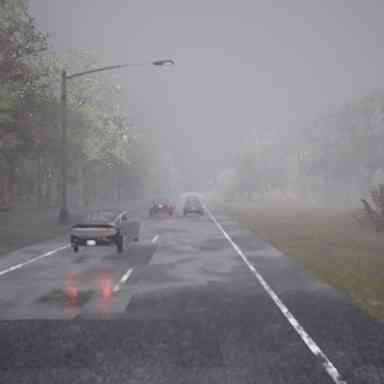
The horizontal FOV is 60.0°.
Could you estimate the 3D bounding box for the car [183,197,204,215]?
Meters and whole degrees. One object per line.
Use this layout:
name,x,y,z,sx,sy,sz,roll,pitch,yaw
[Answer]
car,0.118,1.500,32.718,1.994,1.385,4.181,0,0,0

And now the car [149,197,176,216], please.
car,-2.739,1.289,31.754,2.097,1.767,4.553,0,0,2

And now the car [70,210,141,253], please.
car,-3.304,1.465,13.480,2.128,1.511,4.902,0,0,1
